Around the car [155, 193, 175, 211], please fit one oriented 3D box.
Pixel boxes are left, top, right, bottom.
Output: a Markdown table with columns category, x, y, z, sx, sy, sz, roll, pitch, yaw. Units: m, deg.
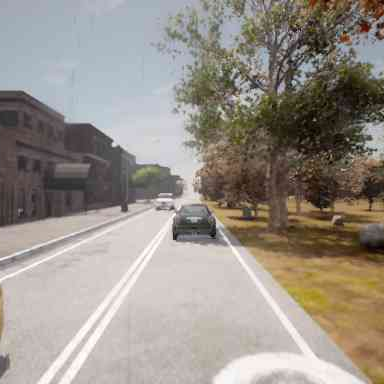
| category | x | y | z | sx | sy | sz | roll | pitch | yaw |
| --- | --- | --- | --- | --- | --- | --- | --- | --- | --- |
| car | -3.336 | 1.208 | 41.749 | 2.150 | 2.045 | 5.566 | 0 | 0 | 0 |

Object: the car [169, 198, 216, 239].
| category | x | y | z | sx | sy | sz | roll | pitch | yaw |
| --- | --- | --- | --- | --- | --- | --- | --- | --- | --- |
| car | 0.104 | 1.353 | 17.523 | 2.097 | 1.767 | 4.553 | 0 | 0 | 0 |

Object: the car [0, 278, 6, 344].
| category | x | y | z | sx | sy | sz | roll | pitch | yaw |
| --- | --- | --- | --- | --- | --- | --- | --- | --- | --- |
| car | -3.351 | 1.478 | 2.262 | 1.882 | 1.535 | 5.008 | 0 | 0 | 0 |
